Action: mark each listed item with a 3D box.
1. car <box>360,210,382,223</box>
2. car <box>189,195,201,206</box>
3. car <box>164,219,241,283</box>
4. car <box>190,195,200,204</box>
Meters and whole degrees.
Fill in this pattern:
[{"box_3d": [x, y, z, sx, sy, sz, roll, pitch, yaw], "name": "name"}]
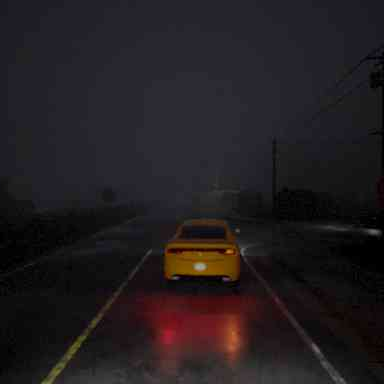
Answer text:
[{"box_3d": [14.203, 1.669, 22.876, 5.008, 1.535, 1.882, 0, 0, -2], "name": "car"}, {"box_3d": [0.596, 1.947, 65.444, 1.837, 1.490, 4.892, 0, 0, 1], "name": "car"}, {"box_3d": [0.422, 1.546, 9.941, 1.882, 1.535, 5.008, 0, 0, 5], "name": "car"}, {"box_3d": [0.694, 1.617, 75.897, 2.150, 2.045, 5.566, 0, 0, 1], "name": "car"}]
